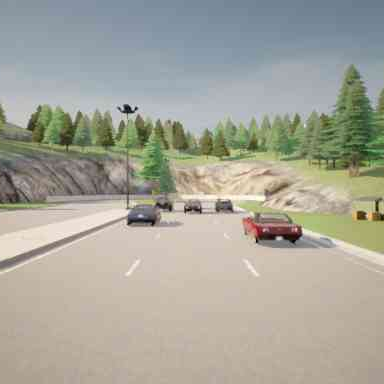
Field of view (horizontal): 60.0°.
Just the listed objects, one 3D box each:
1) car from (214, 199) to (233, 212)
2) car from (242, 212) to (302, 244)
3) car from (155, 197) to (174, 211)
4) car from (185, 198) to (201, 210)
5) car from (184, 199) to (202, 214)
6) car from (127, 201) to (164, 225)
[{"bbox_3d":[3.611,1.491,38.254,2.128,1.511,4.902,0,0,0],"label":"car"},{"bbox_3d":[3.604,1.601,15.885,1.895,1.301,4.718,0,0,0],"label":"car"},{"bbox_3d":[-3.369,1.352,40.091,2.097,1.767,4.553,0,0,1],"label":"car"},{"bbox_3d":[0.200,1.564,44.558,1.994,1.385,4.181,0,0,2],"label":"car"},{"bbox_3d":[0.107,1.601,35.797,1.895,1.301,4.718,0,0,0],"label":"car"},{"bbox_3d":[-3.395,1.564,23.980,1.994,1.385,4.181,0,0,0],"label":"car"}]
